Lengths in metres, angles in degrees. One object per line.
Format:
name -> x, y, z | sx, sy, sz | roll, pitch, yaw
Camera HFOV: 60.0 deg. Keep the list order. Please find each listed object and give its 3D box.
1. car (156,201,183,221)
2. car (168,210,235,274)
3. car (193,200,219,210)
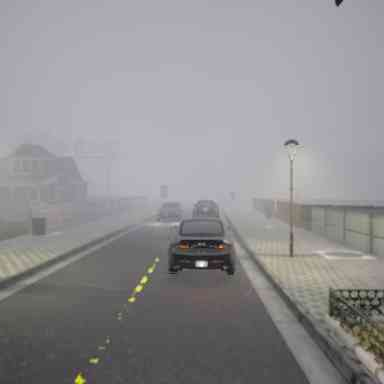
car -> -1.767, 1.570, 27.845 | 1.837, 1.490, 4.892 | 0, 0, 3
car -> 0.327, 1.563, 10.834 | 1.837, 1.490, 4.892 | 0, 0, 2
car -> 1.171, 1.420, 27.688 | 2.097, 1.767, 4.553 | 0, 0, 3
